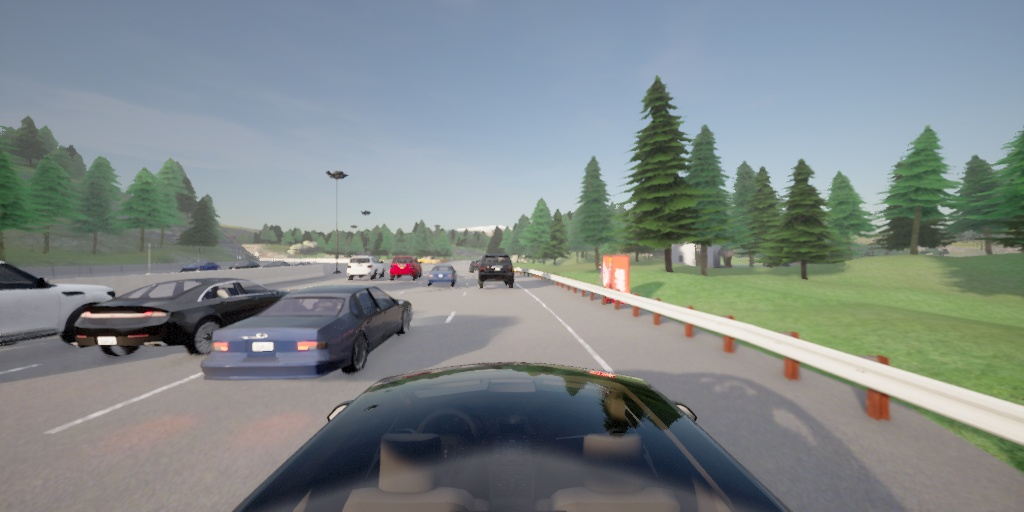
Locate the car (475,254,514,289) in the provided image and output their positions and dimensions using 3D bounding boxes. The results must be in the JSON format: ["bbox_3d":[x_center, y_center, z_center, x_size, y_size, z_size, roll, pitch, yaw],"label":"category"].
[{"bbox_3d":[-1.154,0.905,23.728,2.150,2.045,5.566,0,0,-6],"label":"car"}]

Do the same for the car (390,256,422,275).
[{"bbox_3d":[-9.227,1.023,31.426,2.150,2.045,5.566,0,0,-8],"label":"car"}]

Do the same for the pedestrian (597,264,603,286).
[{"bbox_3d":[4.161,0.914,16.336,0.375,1.300,0.375,0,0,-4],"label":"pedestrian"}]

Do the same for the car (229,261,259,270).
[{"bbox_3d":[-33.330,1.342,44.951,1.882,1.535,5.008,0,0,-13],"label":"car"}]

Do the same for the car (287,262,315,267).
[{"bbox_3d":[-26.272,1.416,45.415,1.994,1.385,4.181,0,0,-12],"label":"car"}]

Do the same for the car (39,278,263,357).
[{"bbox_3d":[-7.126,1.263,8.655,2.128,1.511,4.902,0,0,-2],"label":"car"}]

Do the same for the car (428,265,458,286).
[{"bbox_3d":[-4.922,1.335,25.705,2.033,1.411,5.357,0,0,-7],"label":"car"}]

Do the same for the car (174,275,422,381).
[{"bbox_3d":[-3.554,1.311,7.506,2.033,1.411,5.357,0,0,-2],"label":"car"}]

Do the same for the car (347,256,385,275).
[{"bbox_3d":[-12.801,1.031,31.685,2.150,2.045,5.566,0,0,-8],"label":"car"}]

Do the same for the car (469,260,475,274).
[{"bbox_3d":[-3.991,1.222,42.402,1.837,1.490,4.892,0,0,-11],"label":"car"}]

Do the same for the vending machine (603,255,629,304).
[{"bbox_3d":[4.517,0.953,15.617,1.100,2.100,0.880,0,0,-4],"label":"vending machine"}]

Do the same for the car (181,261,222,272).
[{"bbox_3d":[-36.261,1.344,41.973,1.882,1.535,5.008,0,0,-12],"label":"car"}]

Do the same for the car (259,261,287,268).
[{"bbox_3d":[-29.988,1.337,46.038,1.882,1.535,5.008,0,0,-13],"label":"car"}]

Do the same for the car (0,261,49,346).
[{"bbox_3d":[-10.527,0.997,6.384,2.150,2.045,5.566,0,0,-1],"label":"car"}]
